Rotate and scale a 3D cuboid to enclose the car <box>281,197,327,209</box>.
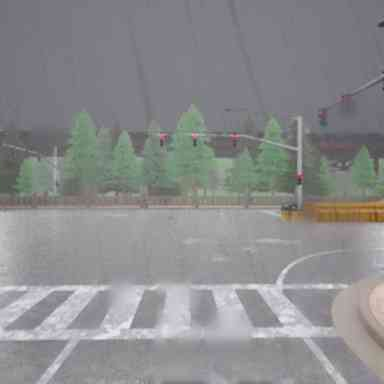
[{"bbox_3d":[12.138,1.356,35.923,4.892,1.490,1.837,0,0,-2],"label":"car"}]

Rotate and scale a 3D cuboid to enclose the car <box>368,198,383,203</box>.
[{"bbox_3d":[21.538,1.328,36.214,5.008,1.535,1.882,0,0,-2],"label":"car"}]
